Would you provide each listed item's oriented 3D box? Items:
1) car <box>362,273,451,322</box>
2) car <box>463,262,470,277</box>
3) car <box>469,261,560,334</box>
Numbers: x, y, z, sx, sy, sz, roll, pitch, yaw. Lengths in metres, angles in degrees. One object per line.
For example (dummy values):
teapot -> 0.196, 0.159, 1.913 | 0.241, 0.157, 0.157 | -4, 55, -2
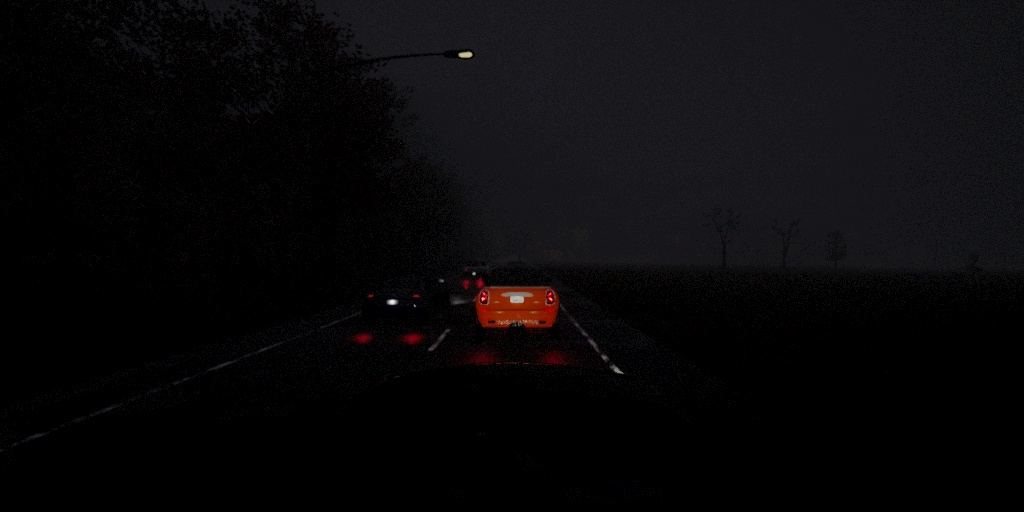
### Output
car -> -3.324, 1.246, 12.043 | 1.994, 1.385, 4.181 | 0, 0, 1
car -> -3.115, 1.152, 31.969 | 1.895, 1.301, 4.718 | 0, 0, 1
car -> 0.154, 1.043, 10.585 | 2.097, 1.767, 4.553 | 0, 0, 1
